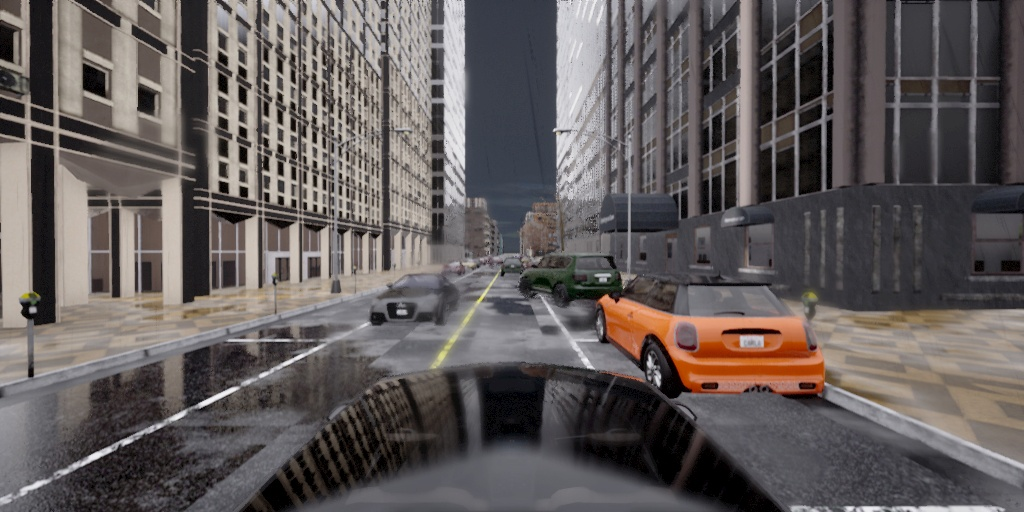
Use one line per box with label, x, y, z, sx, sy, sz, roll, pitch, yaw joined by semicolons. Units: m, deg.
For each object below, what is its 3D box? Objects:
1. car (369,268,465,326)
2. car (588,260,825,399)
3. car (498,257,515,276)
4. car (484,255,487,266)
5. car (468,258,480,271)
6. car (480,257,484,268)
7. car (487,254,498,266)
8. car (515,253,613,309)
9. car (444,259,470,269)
car;-2.851;1.252;11.273;1.994;1.385;4.181;0;0;0
car;2.987;1.071;6.591;2.097;1.767;4.553;0;0;0
car;0.075;0.893;33.480;2.097;1.767;4.553;0;0;0
car;-5.319;0.939;60.834;1.802;1.307;4.207;0;0;0
car;-5.318;0.995;44.021;1.751;1.417;4.829;0;0;0
car;-5.318;0.998;49.739;1.948;1.339;4.313;0;0;0
car;-2.772;0.883;60.746;1.812;1.442;4.674;0;0;0
car;2.223;0.888;14.910;2.150;2.045;5.566;0;1;-20
car;-5.317;1.126;33.097;1.802;1.307;4.207;0;0;0
